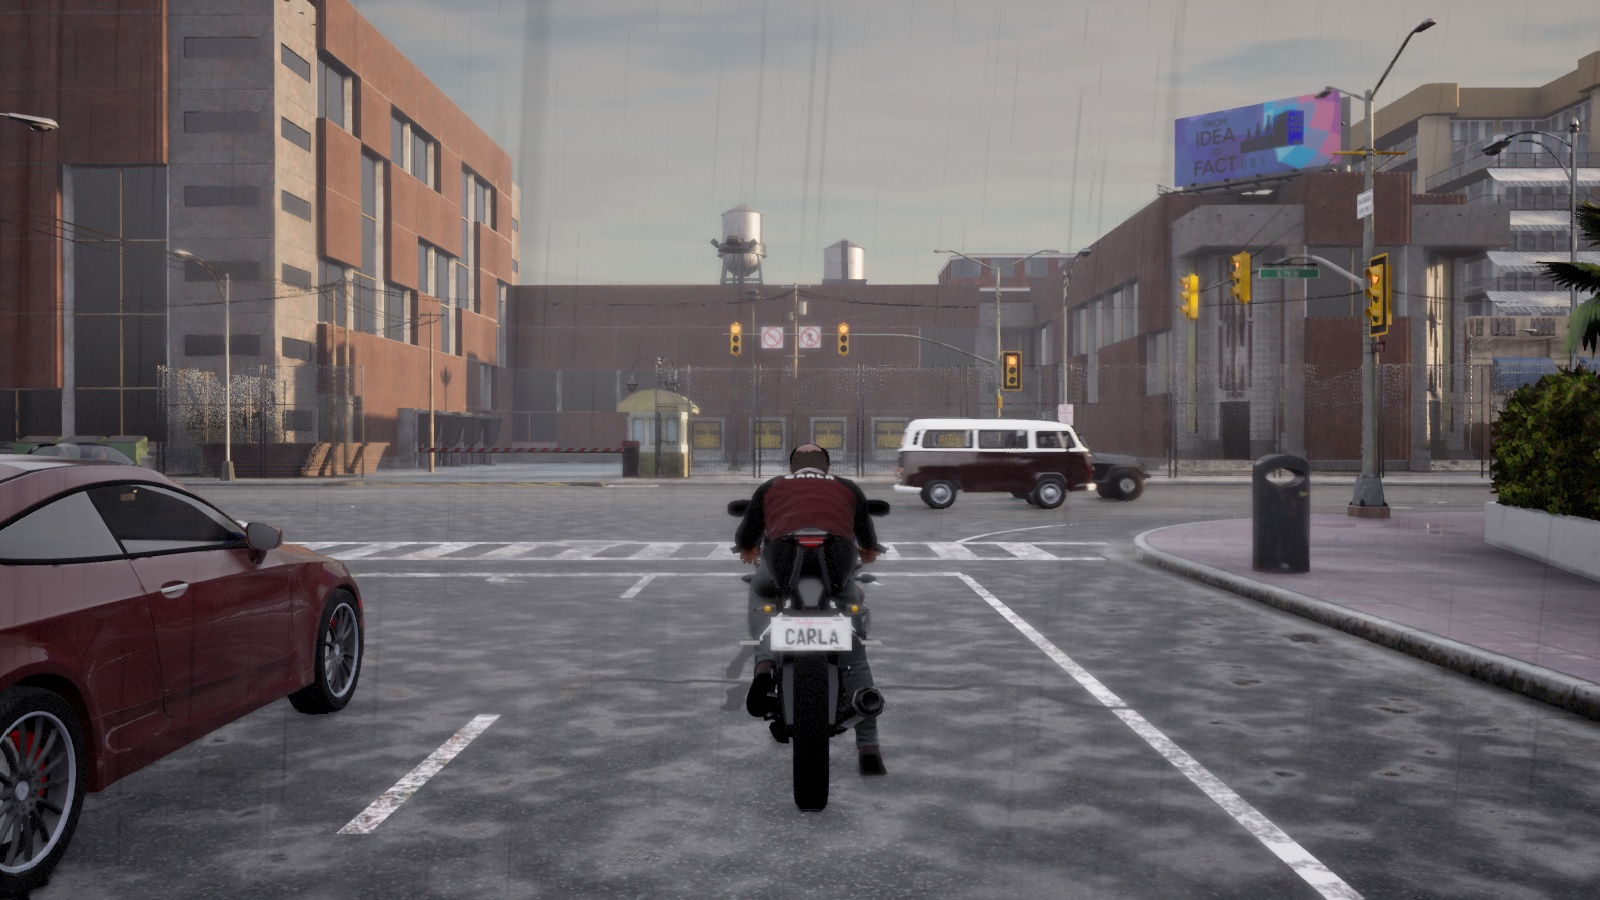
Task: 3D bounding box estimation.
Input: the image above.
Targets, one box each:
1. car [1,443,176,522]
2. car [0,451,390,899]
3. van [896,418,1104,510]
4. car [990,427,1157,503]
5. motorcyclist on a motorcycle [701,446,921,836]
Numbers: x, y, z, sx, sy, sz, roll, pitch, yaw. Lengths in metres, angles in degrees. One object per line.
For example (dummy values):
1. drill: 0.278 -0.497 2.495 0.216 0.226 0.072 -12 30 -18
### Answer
1. car: -14.547 0.604 25.625 3.633 1.501 1.845 0 0 38
2. car: -3.445 0.739 5.441 1.812 1.442 4.674 0 0 0
3. van: 4.500 0.311 28.814 4.480 2.038 2.069 0 0 1
4. car: 6.964 0.366 32.279 3.866 1.878 1.905 0 0 1
5. motorcyclist on a motorcycle: 0.045 0.747 6.037 0.866 1.530 2.191 0 0 0
